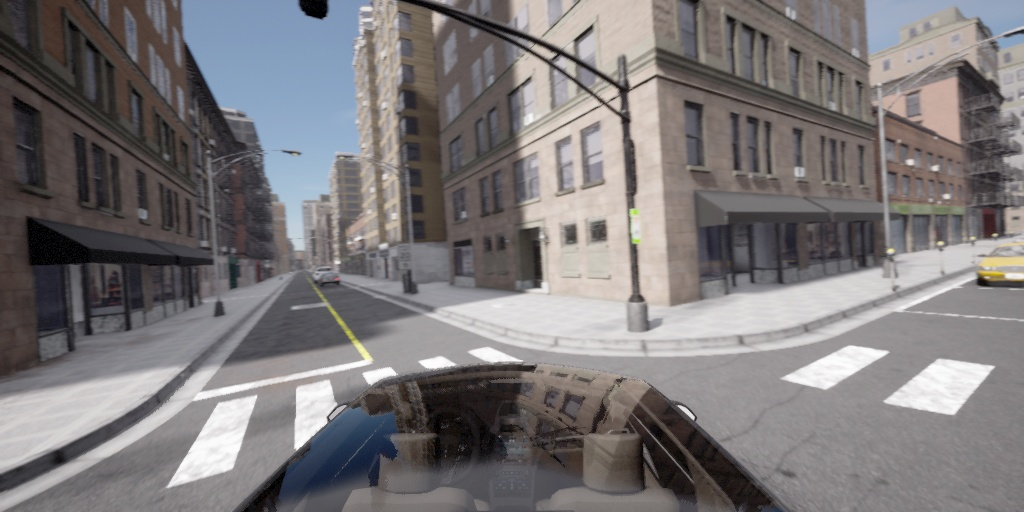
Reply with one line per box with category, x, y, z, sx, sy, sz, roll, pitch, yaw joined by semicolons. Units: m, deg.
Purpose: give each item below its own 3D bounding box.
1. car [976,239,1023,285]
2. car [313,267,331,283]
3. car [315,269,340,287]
car;16.837;0.117;11.733;4.829;1.417;1.751;0;0;-30
car;-24.975;2.485;47.551;2.150;2.045;5.566;-4;0;-30
car;-19.641;2.488;38.602;2.033;1.411;5.357;-4;0;-30
